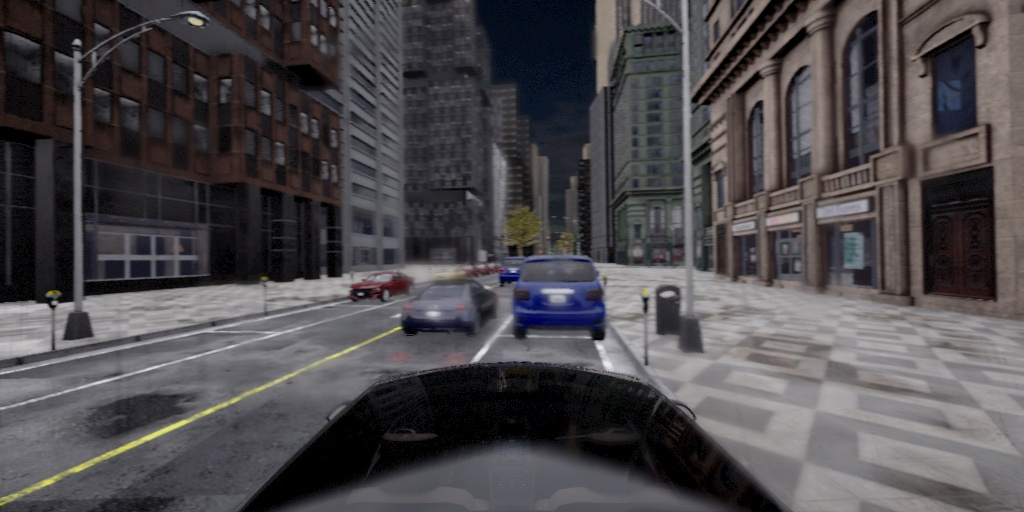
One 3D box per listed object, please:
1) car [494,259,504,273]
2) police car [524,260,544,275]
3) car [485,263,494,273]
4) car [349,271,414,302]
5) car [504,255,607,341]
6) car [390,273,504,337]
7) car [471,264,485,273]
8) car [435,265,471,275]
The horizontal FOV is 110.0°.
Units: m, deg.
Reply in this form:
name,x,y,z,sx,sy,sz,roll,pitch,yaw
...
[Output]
name,x,y,z,sx,sy,sz,roll,pitch,yaw
car,0.454,1.097,25.968,2.150,2.045,5.566,-1,0,8
police car,2.736,1.361,43.420,1.930,1.638,5.238,-1,0,8
car,-3.516,1.553,40.247,1.888,1.381,4.507,0,0,8
car,-6.499,1.477,18.348,1.888,1.381,4.507,0,0,8
car,1.330,1.004,10.171,2.150,2.045,5.566,-1,0,8
car,-1.630,1.385,10.676,1.994,1.385,4.181,-1,0,8
car,-4.261,1.534,34.773,1.888,1.381,4.507,0,0,8
car,-5.030,1.495,29.129,1.751,1.417,4.829,0,0,8
